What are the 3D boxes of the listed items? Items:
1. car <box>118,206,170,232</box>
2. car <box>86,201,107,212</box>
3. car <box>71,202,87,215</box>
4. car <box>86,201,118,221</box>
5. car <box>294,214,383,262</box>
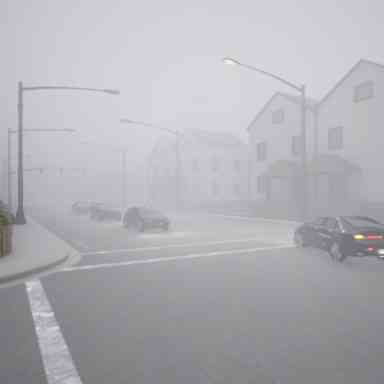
[{"bbox_3d":[-3.130,1.717,22.246,1.837,1.490,4.892,0,-1,-30],"label":"car"},{"bbox_3d":[-13.999,2.053,48.708,1.994,1.385,4.181,0,-1,-30],"label":"car"},{"bbox_3d":[-13.061,1.883,39.643,1.882,1.535,5.008,0,-1,-30],"label":"car"},{"bbox_3d":[-8.072,1.786,30.892,1.882,1.535,5.008,0,-1,-30],"label":"car"},{"bbox_3d":[5.561,1.598,12.579,1.837,1.490,4.892,2,-1,-6],"label":"car"}]
